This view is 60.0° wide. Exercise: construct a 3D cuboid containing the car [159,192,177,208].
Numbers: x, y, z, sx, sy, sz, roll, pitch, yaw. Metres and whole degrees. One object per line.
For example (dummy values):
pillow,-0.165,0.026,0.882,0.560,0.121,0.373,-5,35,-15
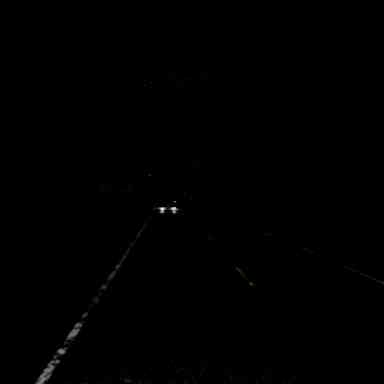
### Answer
car,-3.222,1.198,45.536,2.097,1.767,4.553,1,0,-5
